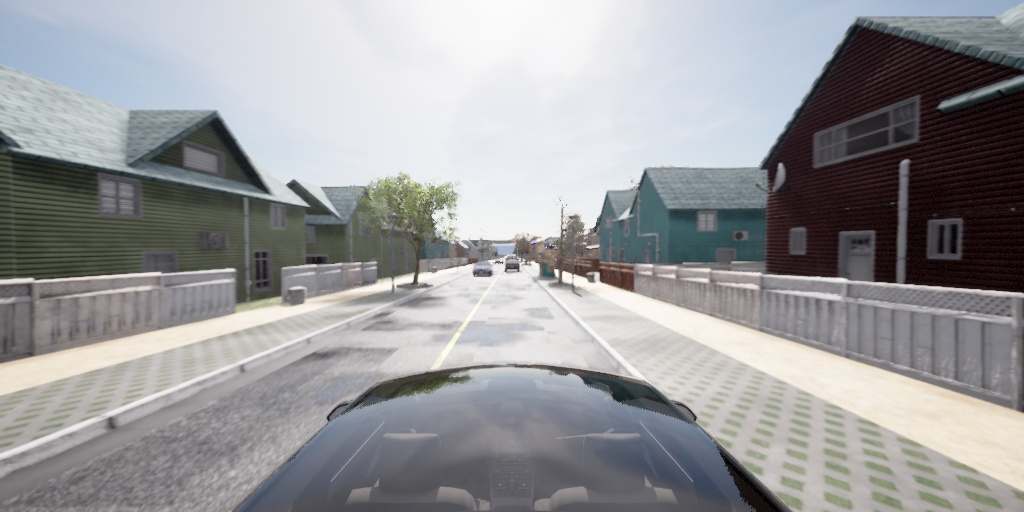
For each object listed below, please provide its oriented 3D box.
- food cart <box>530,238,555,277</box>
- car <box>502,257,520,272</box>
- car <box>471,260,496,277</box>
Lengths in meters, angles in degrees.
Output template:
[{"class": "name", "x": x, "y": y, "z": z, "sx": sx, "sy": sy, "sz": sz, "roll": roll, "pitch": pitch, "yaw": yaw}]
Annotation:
[{"class": "food cart", "x": 3.012, "y": 0.195, "z": 32.164, "sx": 2.280, "sy": 3.560, "sz": 4.660, "roll": 0, "pitch": 0, "yaw": 0}, {"class": "car", "x": 0.050, "y": 1.200, "z": 46.495, "sx": 1.882, "sy": 1.535, "sz": 5.008, "roll": 0, "pitch": 0, "yaw": 1}, {"class": "car", "x": -2.833, "y": 1.253, "z": 35.709, "sx": 1.812, "sy": 1.442, "sz": 4.674, "roll": 0, "pitch": 0, "yaw": 0}]
